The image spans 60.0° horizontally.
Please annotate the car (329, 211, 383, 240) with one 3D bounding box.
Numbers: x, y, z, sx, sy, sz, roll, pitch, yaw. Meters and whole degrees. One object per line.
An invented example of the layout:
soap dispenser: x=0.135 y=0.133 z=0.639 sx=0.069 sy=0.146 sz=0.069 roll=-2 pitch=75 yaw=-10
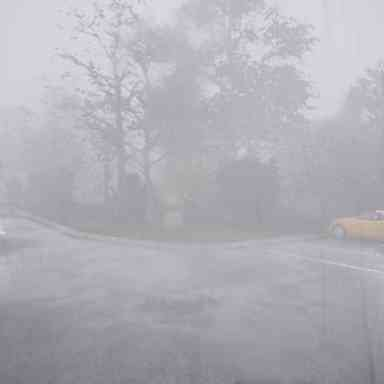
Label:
car: x=9.271 y=1.652 z=16.399 sx=2.097 sy=1.535 sz=5.008 roll=1 pitch=0 yaw=-35
